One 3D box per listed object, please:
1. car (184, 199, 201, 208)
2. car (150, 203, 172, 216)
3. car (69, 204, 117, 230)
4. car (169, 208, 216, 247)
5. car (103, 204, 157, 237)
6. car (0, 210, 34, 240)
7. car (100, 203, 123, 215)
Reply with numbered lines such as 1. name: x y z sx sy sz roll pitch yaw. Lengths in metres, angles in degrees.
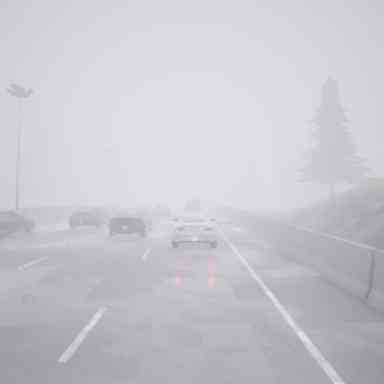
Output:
1. car: 0.110 1.962 47.915 2.150 2.045 5.566 0 -1 0
2. car: -3.393 2.093 38.526 1.994 1.385 4.181 0 -1 0
3. car: -6.895 1.736 23.035 2.128 1.511 4.902 0 -1 0
4. car: 0.103 1.668 15.582 1.812 1.442 4.674 0 -1 0
5. car: -3.396 1.667 19.231 1.882 1.535 5.008 0 -1 0
6. car: -10.396 1.700 18.104 1.812 1.442 4.674 0 -1 0
7. car: -10.392 2.196 43.132 1.994 1.385 4.181 0 -1 0
